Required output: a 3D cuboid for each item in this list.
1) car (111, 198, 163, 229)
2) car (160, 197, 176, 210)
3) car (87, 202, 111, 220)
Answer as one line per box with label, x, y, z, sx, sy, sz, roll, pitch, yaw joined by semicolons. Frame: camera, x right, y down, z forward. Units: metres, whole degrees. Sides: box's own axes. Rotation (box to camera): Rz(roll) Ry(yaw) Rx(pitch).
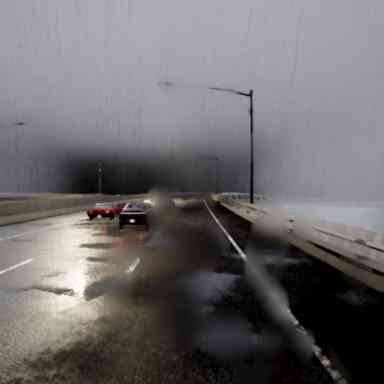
car;-3.315;1.399;20.991;2.128;1.511;4.902;0;0;0
car;-3.110;1.329;39.687;1.837;1.490;4.892;0;0;1
car;-6.769;1.484;26.593;1.895;1.301;4.718;0;0;1
